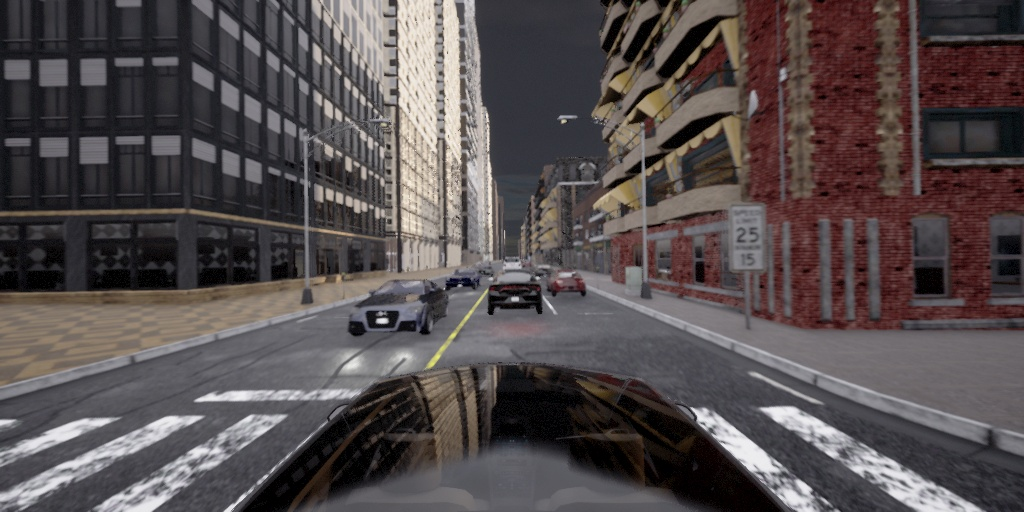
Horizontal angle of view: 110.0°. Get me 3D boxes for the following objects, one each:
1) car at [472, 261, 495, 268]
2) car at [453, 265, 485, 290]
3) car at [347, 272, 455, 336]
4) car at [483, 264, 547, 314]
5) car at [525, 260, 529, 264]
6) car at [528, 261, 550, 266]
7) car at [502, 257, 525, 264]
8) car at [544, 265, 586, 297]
[{"bbox_3d":[-3.020,1.504,38.598,1.994,1.385,4.181,-1,0,0],"label":"car"},{"bbox_3d":[-3.078,1.468,23.462,1.895,1.301,4.718,-1,0,0],"label":"car"},{"bbox_3d":[-3.103,1.370,10.569,1.994,1.385,4.181,-1,0,0],"label":"car"},{"bbox_3d":[0.101,1.247,14.005,1.882,1.535,5.008,-1,0,0],"label":"car"},{"bbox_3d":[2.740,1.387,37.253,2.007,1.370,4.403,0,0,0],"label":"car"},{"bbox_3d":[2.731,1.360,31.605,2.007,1.370,4.403,0,0,0],"label":"car"},{"bbox_3d":[0.039,1.121,40.639,2.150,2.045,5.566,-1,0,0],"label":"car"},{"bbox_3d":[2.760,1.329,18.688,1.802,1.307,4.207,0,0,0],"label":"car"}]
